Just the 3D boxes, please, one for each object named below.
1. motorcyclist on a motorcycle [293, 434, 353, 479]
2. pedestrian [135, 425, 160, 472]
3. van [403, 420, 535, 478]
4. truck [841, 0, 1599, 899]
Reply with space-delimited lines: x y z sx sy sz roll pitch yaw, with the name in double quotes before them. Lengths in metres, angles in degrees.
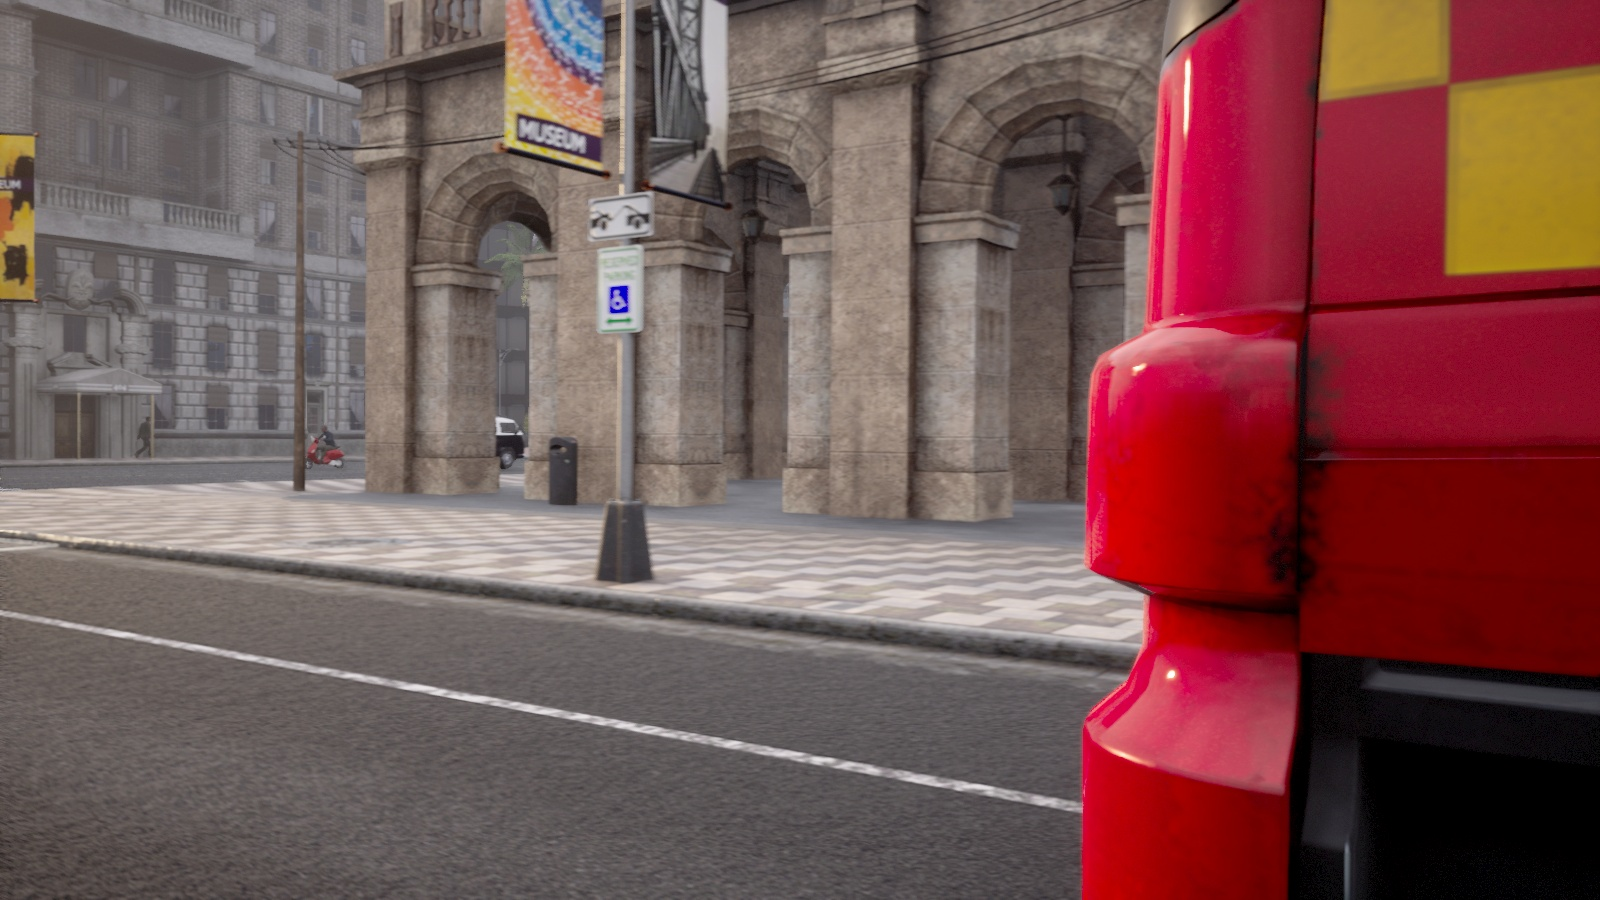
"motorcyclist on a motorcycle" -17.184 0.223 45.259 0.866 1.590 1.817 0 1 33
"pedestrian" -27.176 -0.079 52.302 0.423 1.949 0.788 0 1 37
"van" -12.180 -0.069 46.484 2.069 2.038 4.480 0 1 34
"truck" 4.387 -0.483 0.686 8.468 3.827 2.891 0 1 34
